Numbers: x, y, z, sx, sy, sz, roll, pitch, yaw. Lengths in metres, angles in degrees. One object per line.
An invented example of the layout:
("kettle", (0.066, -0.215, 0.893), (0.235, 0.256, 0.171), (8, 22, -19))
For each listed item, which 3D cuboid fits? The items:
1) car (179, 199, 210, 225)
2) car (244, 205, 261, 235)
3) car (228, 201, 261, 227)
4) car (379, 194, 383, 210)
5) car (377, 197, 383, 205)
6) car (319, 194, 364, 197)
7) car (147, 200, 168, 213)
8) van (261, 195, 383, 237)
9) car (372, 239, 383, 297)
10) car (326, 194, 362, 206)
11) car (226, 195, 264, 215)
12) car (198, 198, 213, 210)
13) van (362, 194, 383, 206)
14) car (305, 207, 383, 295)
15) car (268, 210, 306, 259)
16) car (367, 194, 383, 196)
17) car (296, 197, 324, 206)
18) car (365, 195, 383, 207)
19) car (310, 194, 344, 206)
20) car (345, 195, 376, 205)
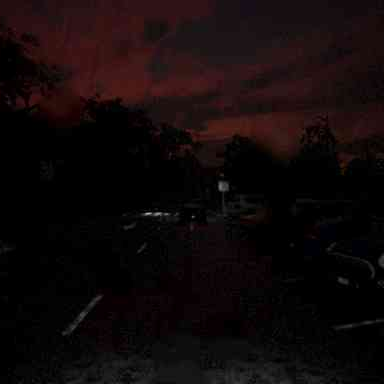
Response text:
("car", (0.063, 1.510, 24.532), (1.882, 1.535, 5.008), (0, 0, 0))
("car", (5.367, 1.547, 17.004), (4.674, 1.452, 2.002), (1, 0, -20))
("car", (5.182, 1.506, 19.946), (5.366, 1.575, 1.946), (1, 0, -20))
("car", (27.152, 1.304, 42.324), (2.435, 2.045, 5.566), (-1, 1, -22))
("car", (36.021, 1.590, 59.499), (2.231, 1.521, 4.892), (1, -1, -22))
("car", (18.313, 1.300, 42.046), (2.435, 2.045, 5.566), (0, 1, -21))
("car", (-3.887, 1.665, 38.259), (1.994, 1.385, 4.181), (0, 0, 2))
("van", (5.476, 1.278, 14.047), (4.442, 1.987, 1.878), (1, 0, -20))
("car", (5.365, 1.531, 4.990), (4.674, 1.452, 2.002), (1, 0, -20))
("car", (26.976, 1.333, 59.234), (2.435, 2.045, 5.566), (1, -1, -22))
("car", (5.364, 1.269, 26.039), (5.566, 2.045, 2.435), (1, 0, -20))
("car", (1.200, 1.567, 42.163), (1.837, 1.490, 4.892), (-1, 0, 19))
("van", (32.951, 1.363, 59.521), (1.878, 1.987, 4.442), (0, -1, -22))
("car", (5.400, 1.369, 7.999), (4.553, 1.767, 2.185), (1, 0, -20))
("car", (5.359, 1.498, 11.002), (5.008, 1.535, 2.097), (1, 0, -20))
("car", (24.193, 1.303, 42.247), (2.435, 2.045, 5.566), (-1, 1, -22))
("car", (20.893, 1.612, 59.108), (2.163, 1.488, 4.792), (0, -1, -21))
("car", (21.228, 1.582, 42.164), (2.163, 1.488, 4.792), (-1, 1, -22))
("car", (23.916, 1.332, 59.194), (2.435, 2.045, 5.566), (0, -1, -21))
("car", (29.972, 1.461, 59.366), (2.185, 1.767, 4.553), (1, -1, -22))
